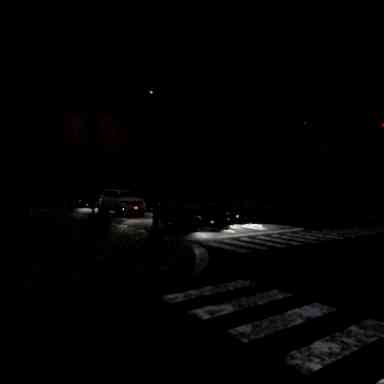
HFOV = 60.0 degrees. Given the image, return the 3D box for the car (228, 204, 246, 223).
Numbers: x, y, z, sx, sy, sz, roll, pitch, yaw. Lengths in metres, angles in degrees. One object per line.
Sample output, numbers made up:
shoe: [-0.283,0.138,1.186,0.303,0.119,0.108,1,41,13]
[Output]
car: [1.703,1.318,22.465,1.994,1.385,4.181,0,1,-35]

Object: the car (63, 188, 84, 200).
car: [-17.863,0.396,50.291,2.150,2.045,5.566,0,1,-35]

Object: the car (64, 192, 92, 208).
car: [-12.208,1.001,36.515,1.895,1.301,4.718,0,1,-35]

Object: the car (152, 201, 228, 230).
car: [-0.266,1.285,19.632,1.812,1.442,4.674,0,1,-35]

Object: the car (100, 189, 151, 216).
car: [-5.837,0.811,27.504,2.150,2.045,5.566,0,1,-35]
